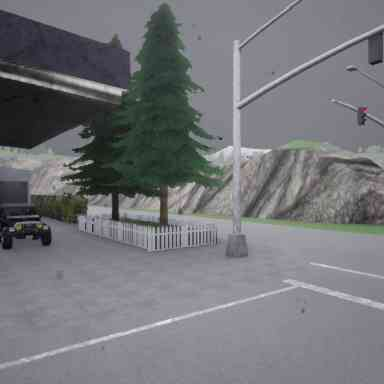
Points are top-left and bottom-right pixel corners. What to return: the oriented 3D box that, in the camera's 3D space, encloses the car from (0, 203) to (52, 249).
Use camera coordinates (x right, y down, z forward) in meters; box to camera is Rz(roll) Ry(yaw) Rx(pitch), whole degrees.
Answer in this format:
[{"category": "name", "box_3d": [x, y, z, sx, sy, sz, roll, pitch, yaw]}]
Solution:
[{"category": "car", "box_3d": [-8.074, 1.505, 15.784, 1.905, 1.878, 3.866, 0, 0, -37]}]
